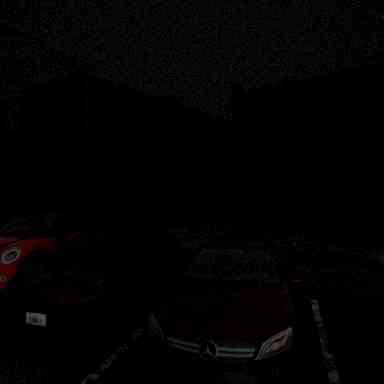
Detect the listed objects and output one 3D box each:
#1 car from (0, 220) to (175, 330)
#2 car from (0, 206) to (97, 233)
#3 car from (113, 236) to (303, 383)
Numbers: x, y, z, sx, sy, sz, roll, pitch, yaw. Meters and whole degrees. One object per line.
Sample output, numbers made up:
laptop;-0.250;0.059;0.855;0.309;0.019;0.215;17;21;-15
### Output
car;-1.674;1.516;7.258;2.163;1.488;4.792;1;-1;16
car;-4.093;1.363;9.067;2.185;1.767;4.553;1;-1;16
car;0.775;1.526;5.539;2.002;1.452;4.674;1;-1;16
